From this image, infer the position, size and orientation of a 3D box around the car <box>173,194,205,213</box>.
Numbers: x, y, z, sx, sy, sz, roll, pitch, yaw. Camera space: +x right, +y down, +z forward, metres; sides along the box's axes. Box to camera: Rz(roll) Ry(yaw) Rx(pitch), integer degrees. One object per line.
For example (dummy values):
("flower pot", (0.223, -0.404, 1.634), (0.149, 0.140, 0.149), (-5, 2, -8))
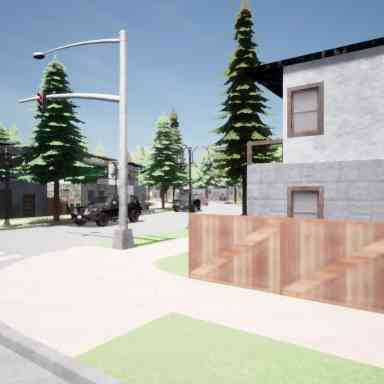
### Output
("car", (-0.429, 1.203, 37.387), (2.150, 2.045, 5.566), (0, 0, 14))

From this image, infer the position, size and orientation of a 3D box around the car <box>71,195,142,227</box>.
("car", (-5.735, 1.202, 23.142), (2.150, 2.045, 5.566), (0, 0, 27))

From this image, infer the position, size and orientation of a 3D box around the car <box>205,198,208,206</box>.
("car", (1.416, 1.396, 53.301), (2.097, 1.767, 4.553), (0, 0, -2))
